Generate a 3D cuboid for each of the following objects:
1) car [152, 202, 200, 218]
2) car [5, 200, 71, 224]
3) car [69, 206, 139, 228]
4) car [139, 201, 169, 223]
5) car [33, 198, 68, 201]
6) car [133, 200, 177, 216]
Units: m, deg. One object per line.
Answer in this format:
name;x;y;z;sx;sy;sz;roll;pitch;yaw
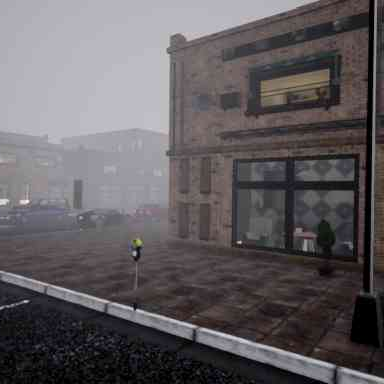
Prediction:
car;-1.580;1.848;35.006;2.033;1.411;5.357;1;0;36
car;-12.015;1.649;26.086;1.812;1.442;4.674;1;0;36
car;-6.282;1.797;24.142;1.947;1.339;4.313;0;0;36
car;-3.015;1.724;28.629;1.967;1.590;4.097;0;0;36
car;-13.054;1.415;29.073;2.192;1.841;5.009;0;0;36
car;-4.047;1.742;37.042;2.128;1.511;4.902;1;0;36
